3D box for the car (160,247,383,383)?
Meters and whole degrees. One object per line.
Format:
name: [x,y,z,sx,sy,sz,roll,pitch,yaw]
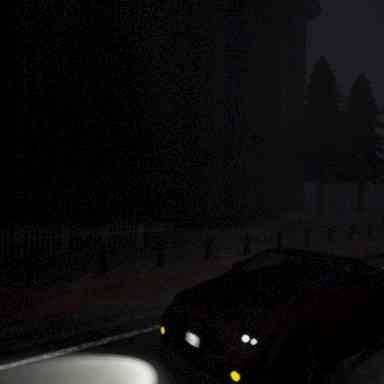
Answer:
car: [1.613,1.622,5.199,4.181,1.385,1.994,1,-1,-36]
